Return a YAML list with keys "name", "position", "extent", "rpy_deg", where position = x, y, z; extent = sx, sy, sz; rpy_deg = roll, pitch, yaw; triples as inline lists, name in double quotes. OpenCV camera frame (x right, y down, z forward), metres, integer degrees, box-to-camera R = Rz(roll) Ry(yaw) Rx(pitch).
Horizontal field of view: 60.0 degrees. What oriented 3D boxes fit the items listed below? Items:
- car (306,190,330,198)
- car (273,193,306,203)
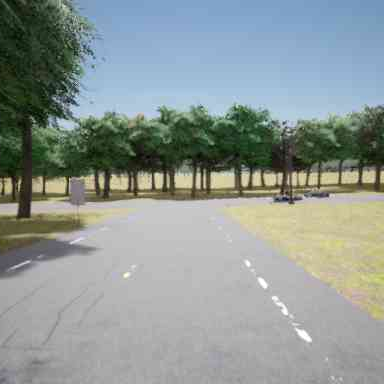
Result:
- name: "car"
  position: [23.725, 0.372, 63.548]
  extent: [4.902, 1.511, 2.128]
  rpy_deg: [-2, 3, 0]
- name: "car"
  position: [16.279, 1.060, 56.600]
  extent: [4.718, 1.301, 1.895]
  rpy_deg: [-2, 3, 0]
